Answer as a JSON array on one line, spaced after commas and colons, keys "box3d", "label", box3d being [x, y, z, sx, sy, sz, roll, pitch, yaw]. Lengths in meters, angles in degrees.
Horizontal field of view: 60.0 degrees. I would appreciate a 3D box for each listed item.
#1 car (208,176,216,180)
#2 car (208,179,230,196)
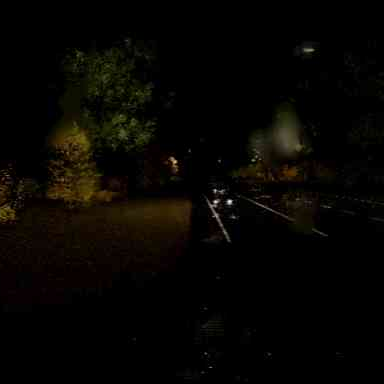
[{"box3d": [5.504, -3.585, 91.496, 2.033, 1.411, 5.357, -3, 3, -2], "label": "car"}, {"box3d": [3.006, -0.376, 36.525, 1.837, 1.490, 4.892, -3, 3, 0], "label": "car"}]
